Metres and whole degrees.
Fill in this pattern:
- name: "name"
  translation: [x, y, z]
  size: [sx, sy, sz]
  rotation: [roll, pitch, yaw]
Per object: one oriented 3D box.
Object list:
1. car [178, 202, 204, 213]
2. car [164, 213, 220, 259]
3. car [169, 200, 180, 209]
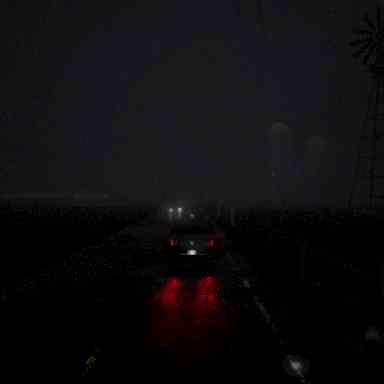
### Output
- name: "car"
  translation: [0.039, 1.757, 29.224]
  size: [1.882, 1.535, 5.008]
  rotation: [0, 0, 0]
- name: "car"
  translation: [0.021, 1.730, 13.227]
  size: [1.895, 1.301, 4.718]
  rotation: [0, -1, 0]
- name: "car"
  translation: [-2.746, 2.046, 56.151]
  size: [1.812, 1.442, 4.674]
  rotation: [0, -1, 1]
